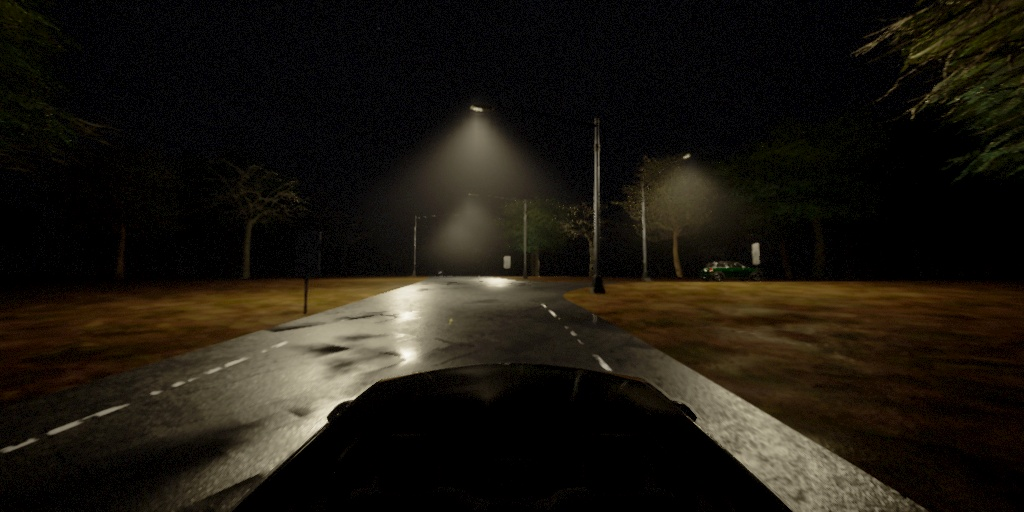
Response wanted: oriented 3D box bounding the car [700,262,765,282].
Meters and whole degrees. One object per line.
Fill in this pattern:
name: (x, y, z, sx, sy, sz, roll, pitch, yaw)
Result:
car: (18.467, 1.269, 30.137, 4.553, 1.767, 2.097, -1, -4, 4)
